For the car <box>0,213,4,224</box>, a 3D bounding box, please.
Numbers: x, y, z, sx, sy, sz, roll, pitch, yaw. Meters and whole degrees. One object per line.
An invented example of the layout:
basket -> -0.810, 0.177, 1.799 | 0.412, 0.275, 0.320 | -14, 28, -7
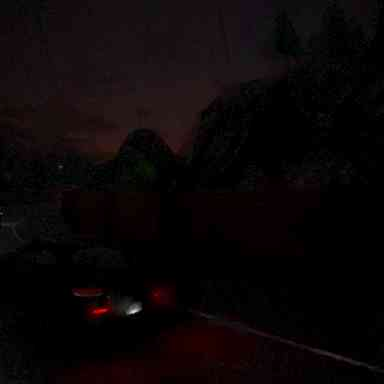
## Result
car -> -12.746, 1.628, 20.447 | 2.033, 1.411, 5.357 | 0, 0, -28

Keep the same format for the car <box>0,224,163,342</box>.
car -> -2.487, 1.553, 6.583 | 1.812, 1.442, 4.674 | 0, 0, -45
